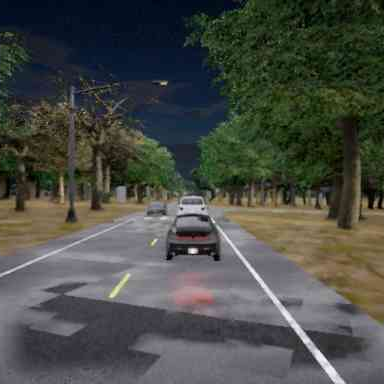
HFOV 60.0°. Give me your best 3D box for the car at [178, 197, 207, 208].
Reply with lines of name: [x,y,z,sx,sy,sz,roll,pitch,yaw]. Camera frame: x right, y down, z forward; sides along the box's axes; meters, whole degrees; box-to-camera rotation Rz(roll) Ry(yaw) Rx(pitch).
car: [0.042,1.369,26.400,2.150,2.045,5.566,0,0,1]

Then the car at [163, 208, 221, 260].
car: [0.048,1.565,12.661,1.837,1.490,4.892,0,0,1]

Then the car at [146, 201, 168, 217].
car: [-3.539,1.711,34.393,1.837,1.490,4.892,0,-1,1]
